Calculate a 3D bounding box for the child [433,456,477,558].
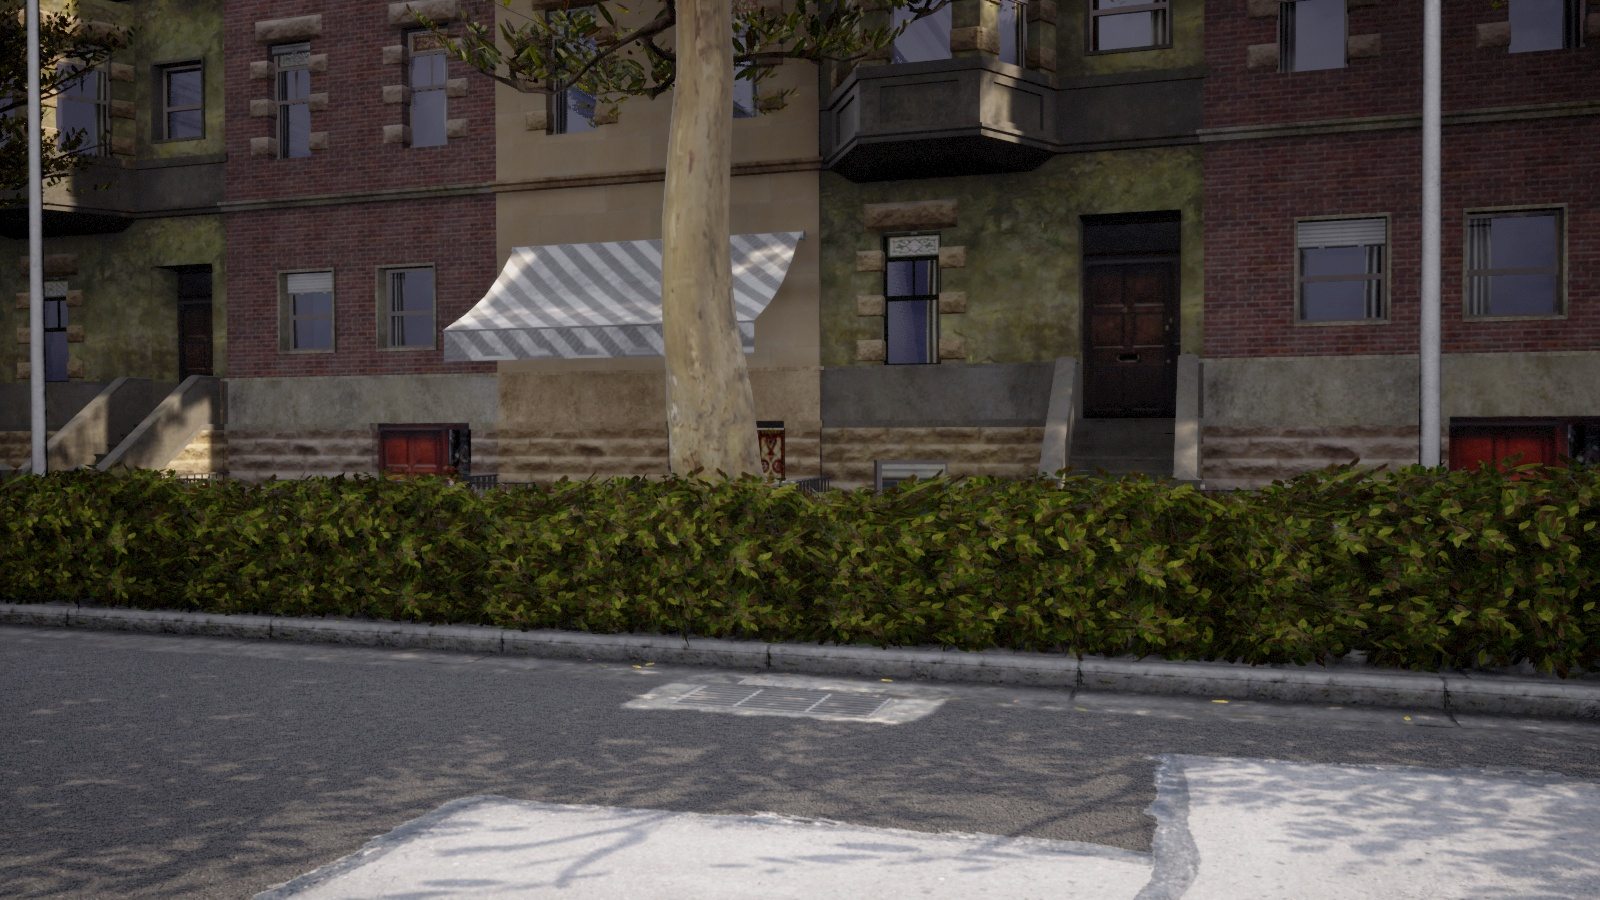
[{"bbox_3d":[-3.825,0.626,13.924,0.394,1.110,0.255,1,1,21],"label":"child"}]
